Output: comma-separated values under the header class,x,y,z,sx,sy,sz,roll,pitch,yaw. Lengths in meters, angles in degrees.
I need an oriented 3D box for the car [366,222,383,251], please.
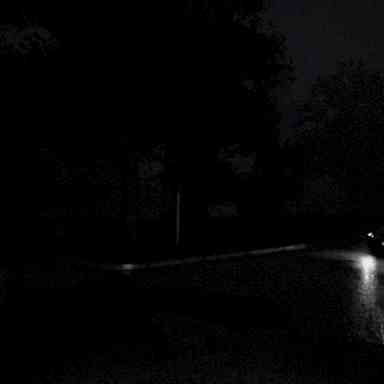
class,x,y,z,sx,sy,sz,roll,pitch,yaw
car,9.070,1.671,13.652,4.674,1.442,1.812,1,0,-34
